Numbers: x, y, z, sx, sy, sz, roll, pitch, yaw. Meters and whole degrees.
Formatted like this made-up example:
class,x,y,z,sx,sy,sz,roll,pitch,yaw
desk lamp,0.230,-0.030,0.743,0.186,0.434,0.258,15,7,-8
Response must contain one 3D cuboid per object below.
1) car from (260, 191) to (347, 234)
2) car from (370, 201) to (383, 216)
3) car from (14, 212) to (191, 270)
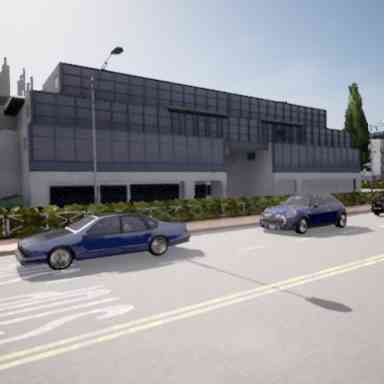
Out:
class,x,y,z,sx,sy,sz,roll,pitch,yaw
car,5.404,0.900,16.071,4.553,1.767,2.097,-2,1,-34
car,13.664,0.847,21.655,4.718,1.301,1.895,-2,1,-34
car,-2.650,1.388,10.684,5.357,1.411,2.033,-2,1,-32
